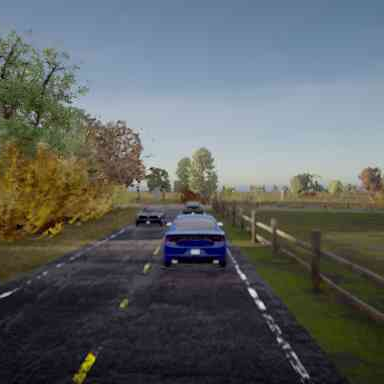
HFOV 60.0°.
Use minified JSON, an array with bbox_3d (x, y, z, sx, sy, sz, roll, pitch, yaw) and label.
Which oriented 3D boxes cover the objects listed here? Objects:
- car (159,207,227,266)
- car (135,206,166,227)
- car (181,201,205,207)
[{"bbox_3d":[0.098,1.521,11.713,1.882,1.535,5.008,0,0,0],"label":"car"},{"bbox_3d":[-2.842,1.687,23.841,1.895,1.301,4.718,0,0,0],"label":"car"},{"bbox_3d":[0.106,1.615,30.650,1.837,1.490,4.892,0,0,0],"label":"car"}]
